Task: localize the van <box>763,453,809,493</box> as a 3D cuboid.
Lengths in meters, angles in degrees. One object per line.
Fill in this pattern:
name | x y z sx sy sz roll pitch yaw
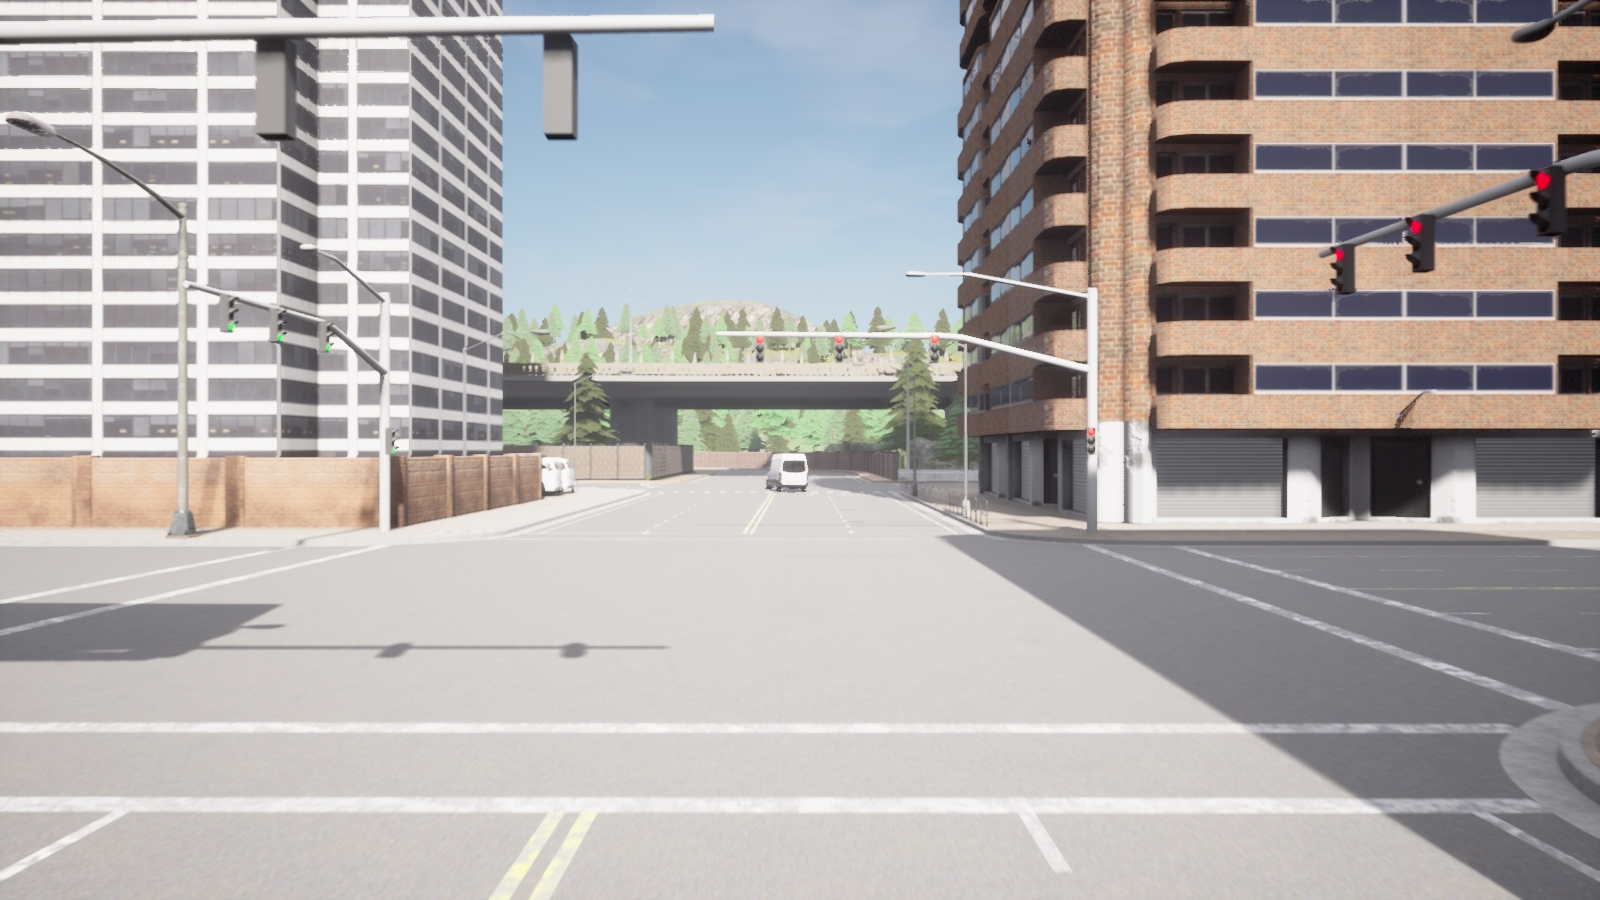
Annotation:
van | -1.009 1.515 78.488 1.988 2.561 5.915 1 0 -12
